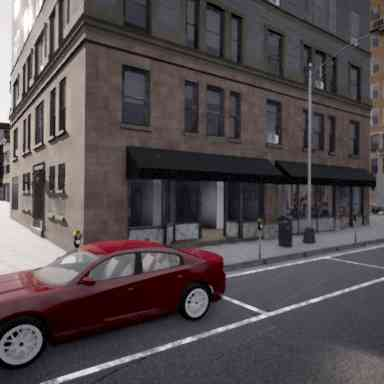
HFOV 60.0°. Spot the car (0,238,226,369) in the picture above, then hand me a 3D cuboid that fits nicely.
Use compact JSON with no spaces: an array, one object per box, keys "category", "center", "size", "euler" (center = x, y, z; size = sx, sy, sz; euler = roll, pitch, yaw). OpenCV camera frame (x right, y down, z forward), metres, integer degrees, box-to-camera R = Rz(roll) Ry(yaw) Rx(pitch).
[{"category":"car","center":[-1.450,1.544,5.717],"size":[4.507,1.381,1.887],"euler":[0,1,-35]}]

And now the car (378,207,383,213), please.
[{"category":"car","center":[16.458,1.356,33.270],"size":[1.837,1.490,4.892],"euler":[1,0,-35]}]

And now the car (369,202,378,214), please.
[{"category":"car","center":[14.200,1.351,30.841],"size":[1.812,1.442,4.674],"euler":[1,0,-33]}]
